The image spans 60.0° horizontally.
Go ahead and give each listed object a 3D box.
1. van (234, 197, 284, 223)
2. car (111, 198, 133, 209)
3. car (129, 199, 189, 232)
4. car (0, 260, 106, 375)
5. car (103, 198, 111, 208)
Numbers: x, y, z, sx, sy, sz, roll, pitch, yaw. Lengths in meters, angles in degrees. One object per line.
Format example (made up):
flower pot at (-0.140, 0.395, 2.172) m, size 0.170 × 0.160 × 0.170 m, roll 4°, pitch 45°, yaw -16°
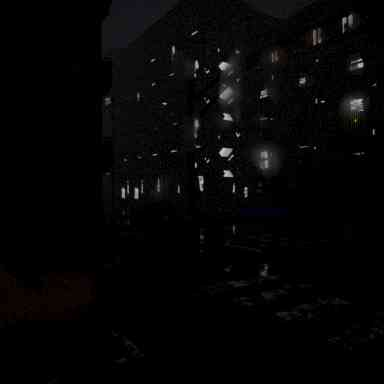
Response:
van at (4.932, 1.280, 24.945) m, size 1.690 × 1.788 × 3.998 m, roll 0°, pitch 0°, yaw -36°
car at (-8.385, 1.463, 43.262) m, size 1.887 × 1.381 × 4.507 m, roll -1°, pitch 0°, yaw -36°
car at (-1.856, 1.441, 20.033) m, size 1.967 × 1.590 × 4.097 m, roll 0°, pitch 0°, yaw -36°
car at (-3.551, 1.525, 4.032) m, size 4.829 × 1.417 × 1.752 m, roll 0°, pitch 0°, yaw -36°
car at (-11.715, 1.463, 47.841) m, size 1.887 × 1.381 × 4.507 m, roll -1°, pitch 0°, yaw -36°
